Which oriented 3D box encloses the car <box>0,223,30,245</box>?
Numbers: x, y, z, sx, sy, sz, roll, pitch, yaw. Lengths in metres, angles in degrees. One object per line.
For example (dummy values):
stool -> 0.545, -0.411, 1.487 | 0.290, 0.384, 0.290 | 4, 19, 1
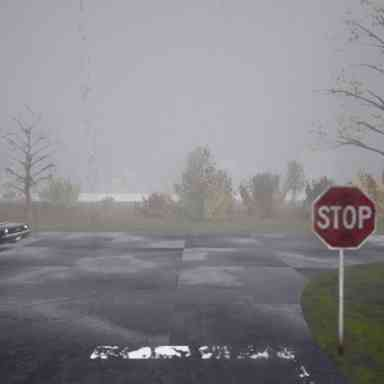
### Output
car -> -9.199, 1.552, 13.422 | 4.718, 1.301, 1.895 | 0, 0, 0
